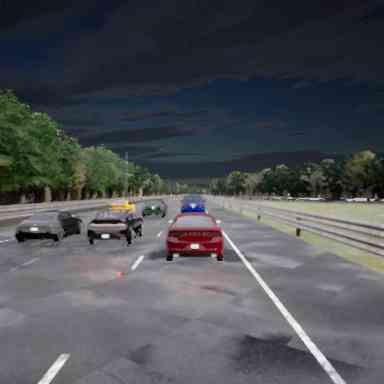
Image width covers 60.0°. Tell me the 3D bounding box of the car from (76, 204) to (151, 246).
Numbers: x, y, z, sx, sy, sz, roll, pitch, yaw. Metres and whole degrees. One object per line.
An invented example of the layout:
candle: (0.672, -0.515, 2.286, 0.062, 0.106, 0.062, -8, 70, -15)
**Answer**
car: (-3.405, 1.533, 15.526, 2.128, 1.511, 4.902, 0, 0, 0)

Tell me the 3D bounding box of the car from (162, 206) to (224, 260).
car: (0.094, 1.510, 12.591, 1.882, 1.535, 5.008, 0, 0, 0)

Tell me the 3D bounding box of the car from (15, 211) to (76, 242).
car: (-6.906, 1.608, 16.568, 1.994, 1.385, 4.181, 0, 0, 0)

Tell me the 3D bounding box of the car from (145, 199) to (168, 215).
car: (-3.407, 1.443, 31.371, 2.097, 1.767, 4.553, 0, 0, 0)

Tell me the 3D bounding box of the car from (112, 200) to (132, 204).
car: (-6.904, 1.575, 33.168, 1.882, 1.535, 5.008, 0, 0, 0)

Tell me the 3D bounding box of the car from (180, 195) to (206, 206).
car: (0.095, 1.310, 30.700, 2.150, 2.045, 5.566, 0, 0, 0)
